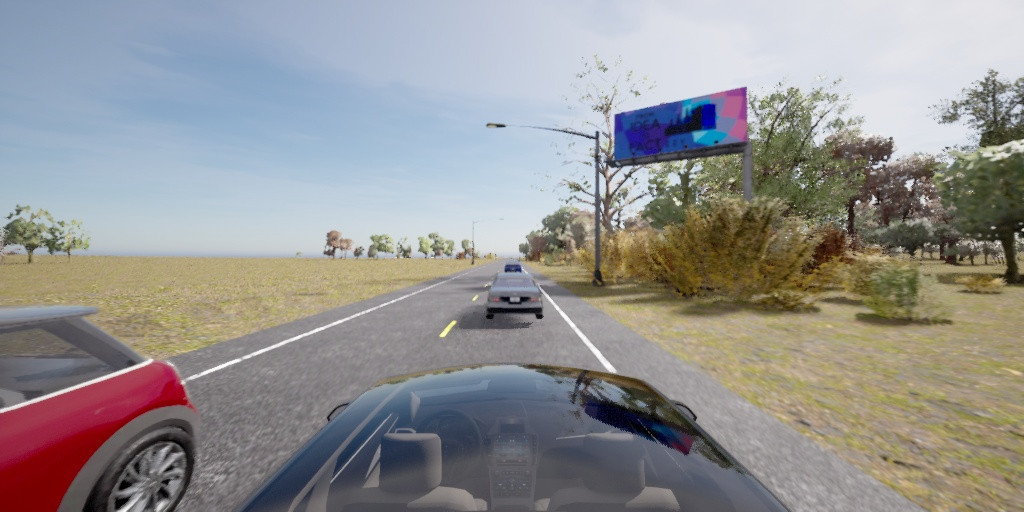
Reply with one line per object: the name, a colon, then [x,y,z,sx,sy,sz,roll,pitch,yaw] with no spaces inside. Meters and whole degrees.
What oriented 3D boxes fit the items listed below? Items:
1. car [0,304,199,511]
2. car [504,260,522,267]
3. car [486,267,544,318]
car: [-3.593,1.102,0.942,2.097,1.767,4.553,0,0,0]
car: [0.102,1.243,40.871,1.882,1.535,5.008,0,0,0]
car: [0.092,1.302,12.916,2.033,1.411,5.357,0,0,0]
